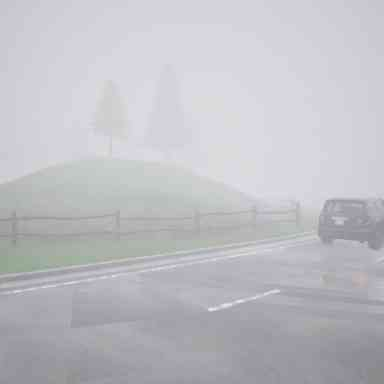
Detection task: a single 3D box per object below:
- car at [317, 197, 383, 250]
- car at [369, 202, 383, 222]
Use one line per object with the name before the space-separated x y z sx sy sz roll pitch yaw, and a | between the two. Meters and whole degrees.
car | 7.527 1.257 14.668 2.150 2.045 5.566 0 0 44
car | 15.436 1.572 26.518 1.994 1.385 4.181 0 0 23
